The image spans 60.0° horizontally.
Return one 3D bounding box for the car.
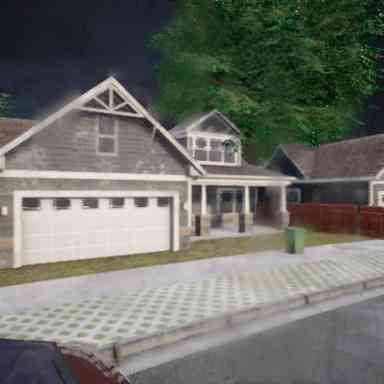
[{"bbox_3d":[-2.161,1.561,1.388,4.181,1.385,1.994,0,0,-35],"label":"car"}]
